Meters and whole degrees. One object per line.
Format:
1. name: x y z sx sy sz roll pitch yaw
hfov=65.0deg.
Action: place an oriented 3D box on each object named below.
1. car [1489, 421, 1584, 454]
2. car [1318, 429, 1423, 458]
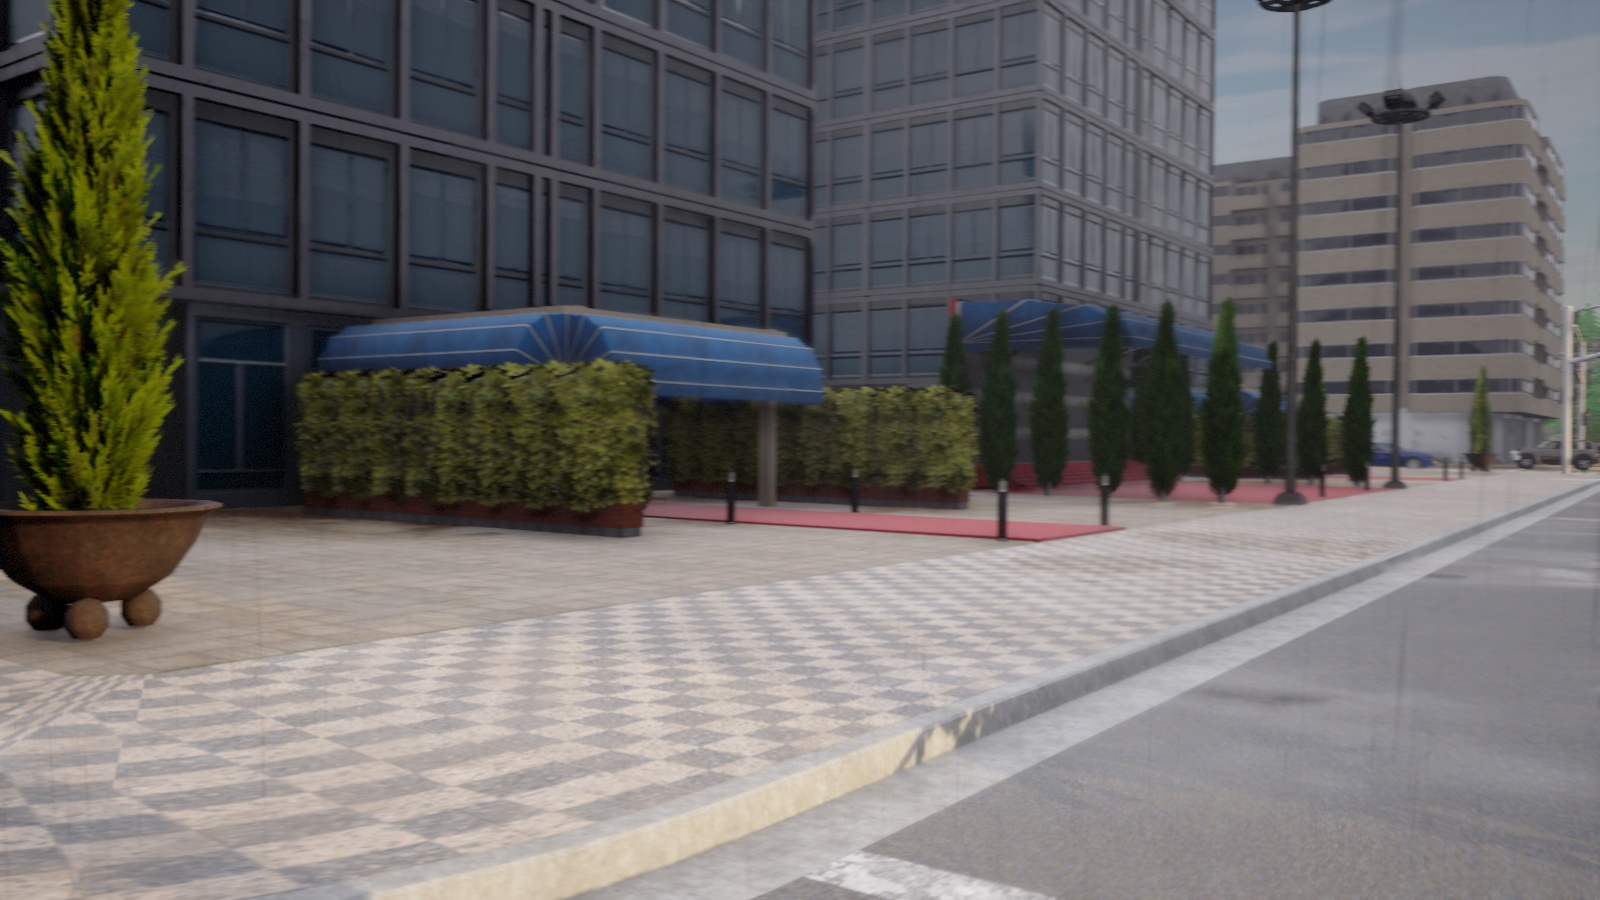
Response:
1. car: 43.285 -0.714 73.914 4.605 1.855 1.932 0 1 24
2. car: 31.410 -0.354 69.201 5.008 1.535 1.882 0 1 35
